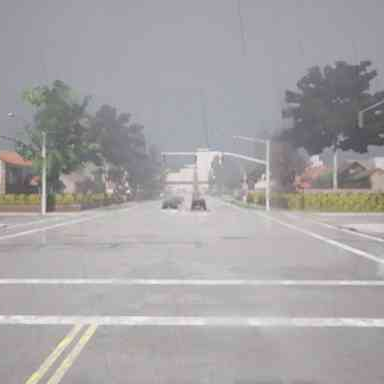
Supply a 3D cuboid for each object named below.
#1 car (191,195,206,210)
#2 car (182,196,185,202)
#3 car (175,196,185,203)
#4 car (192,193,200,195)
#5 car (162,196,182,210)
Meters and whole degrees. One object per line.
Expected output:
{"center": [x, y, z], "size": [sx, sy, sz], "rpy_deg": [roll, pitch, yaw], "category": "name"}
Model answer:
{"center": [0.861, 1.489, 43.780], "size": [1.837, 1.490, 4.892], "rpy_deg": [0, 0, 1], "category": "car"}
{"center": [-2.704, 1.485, 56.535], "size": [1.837, 1.490, 4.892], "rpy_deg": [0, 0, 1], "category": "car"}
{"center": [-2.520, 1.513, 72.097], "size": [2.033, 1.411, 5.357], "rpy_deg": [0, 0, 0], "category": "car"}
{"center": [1.036, 1.487, 79.547], "size": [1.812, 1.442, 4.674], "rpy_deg": [0, 0, 0], "category": "car"}
{"center": [-2.821, 1.531, 43.879], "size": [2.033, 1.411, 5.357], "rpy_deg": [0, 0, 1], "category": "car"}
